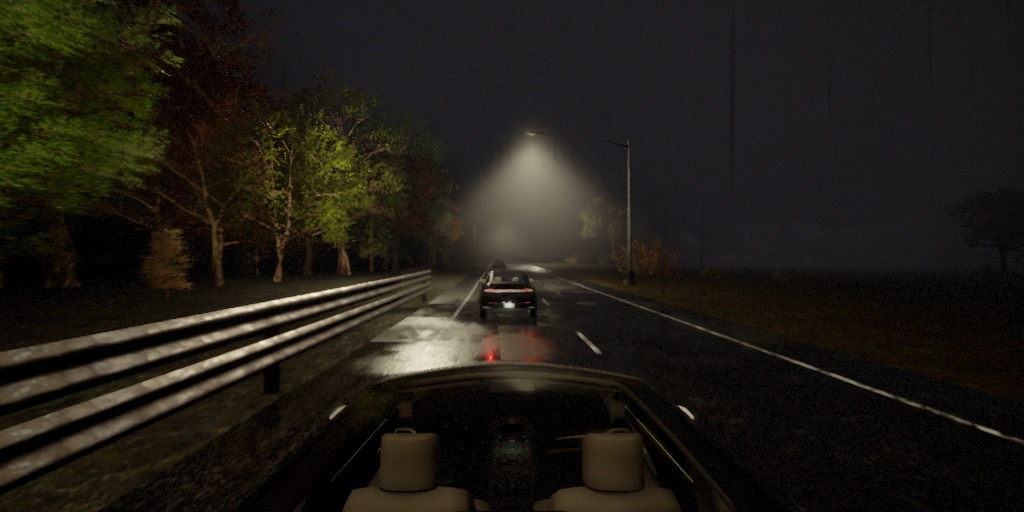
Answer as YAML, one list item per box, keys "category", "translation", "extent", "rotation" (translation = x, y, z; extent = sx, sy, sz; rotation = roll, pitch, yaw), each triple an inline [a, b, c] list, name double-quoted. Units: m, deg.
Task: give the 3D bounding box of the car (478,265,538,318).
- category: "car"
  translation: [-0.179, 1.241, 12.964]
  extent: [2.128, 1.511, 4.902]
  rotation: [0, 0, -2]

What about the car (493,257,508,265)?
- category: "car"
  translation: [-1.816, 1.292, 53.217]
  extent: [1.994, 1.385, 4.181]
  rotation: [0, 0, -2]
